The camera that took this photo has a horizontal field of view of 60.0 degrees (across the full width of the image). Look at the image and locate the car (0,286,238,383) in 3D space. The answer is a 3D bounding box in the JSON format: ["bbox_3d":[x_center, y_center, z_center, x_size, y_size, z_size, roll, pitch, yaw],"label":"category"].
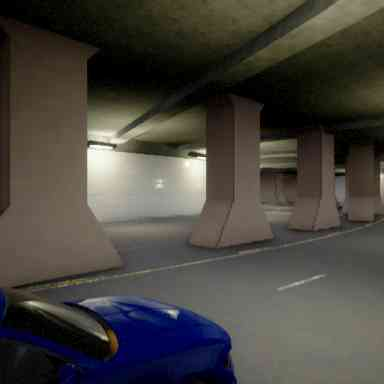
[{"bbox_3d":[-1.865,1.471,2.410,5.008,1.535,1.882,0,0,-36],"label":"car"}]
